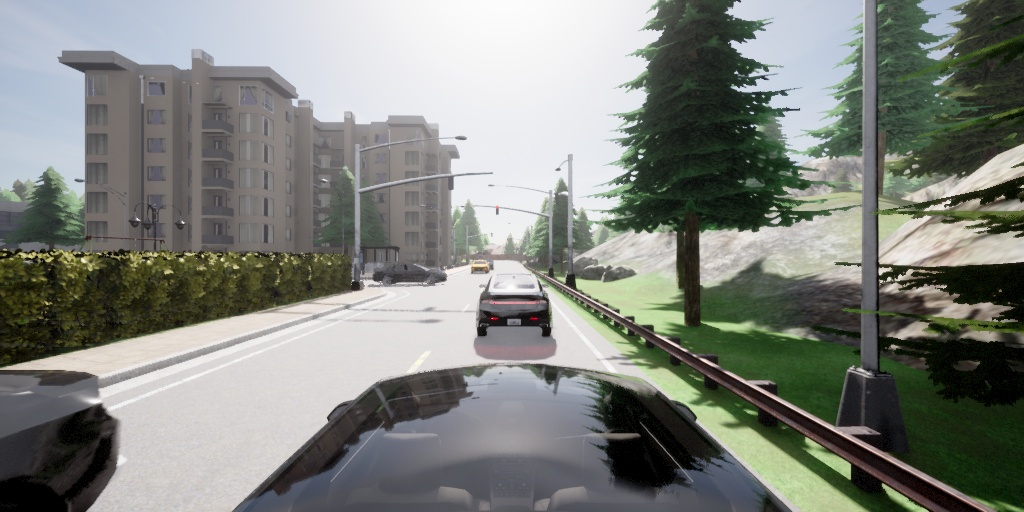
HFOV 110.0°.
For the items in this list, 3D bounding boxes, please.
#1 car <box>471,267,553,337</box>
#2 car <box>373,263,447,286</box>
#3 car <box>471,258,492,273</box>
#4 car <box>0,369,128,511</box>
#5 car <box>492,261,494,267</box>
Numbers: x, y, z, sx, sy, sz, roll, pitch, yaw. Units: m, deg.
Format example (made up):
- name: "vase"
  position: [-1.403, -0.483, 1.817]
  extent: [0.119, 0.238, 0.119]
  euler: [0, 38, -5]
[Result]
- name: "car"
  position: [0.057, 1.241, 10.312]
  extent: [2.128, 1.511, 4.902]
  euler: [0, 0, 0]
- name: "car"
  position: [-6.973, 1.243, 24.743]
  extent: [4.892, 1.490, 1.837]
  euler: [0, 0, -7]
- name: "car"
  position: [-3.698, 1.227, 42.302]
  extent: [1.882, 1.535, 5.008]
  euler: [0, 0, 0]
- name: "car"
  position: [-3.686, 1.241, 0.400]
  extent: [2.128, 1.511, 4.902]
  euler: [0, 0, 2]
- name: "car"
  position: [-3.713, 1.102, 51.913]
  extent: [2.097, 1.767, 4.553]
  euler: [0, 0, 0]
